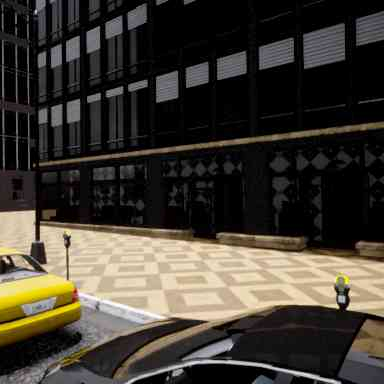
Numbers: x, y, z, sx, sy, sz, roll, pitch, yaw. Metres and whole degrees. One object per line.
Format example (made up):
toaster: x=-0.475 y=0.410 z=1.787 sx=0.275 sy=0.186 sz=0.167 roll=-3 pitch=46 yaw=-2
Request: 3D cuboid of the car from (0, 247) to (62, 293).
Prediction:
car: x=-3.957 y=1.527 z=5.877 sx=4.829 sy=1.417 sz=1.752 roll=0 pitch=-1 yaw=35

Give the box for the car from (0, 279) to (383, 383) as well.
car: x=0.677 y=1.566 z=2.363 sx=4.313 sy=1.339 sz=1.947 roll=0 pitch=-1 yaw=35
